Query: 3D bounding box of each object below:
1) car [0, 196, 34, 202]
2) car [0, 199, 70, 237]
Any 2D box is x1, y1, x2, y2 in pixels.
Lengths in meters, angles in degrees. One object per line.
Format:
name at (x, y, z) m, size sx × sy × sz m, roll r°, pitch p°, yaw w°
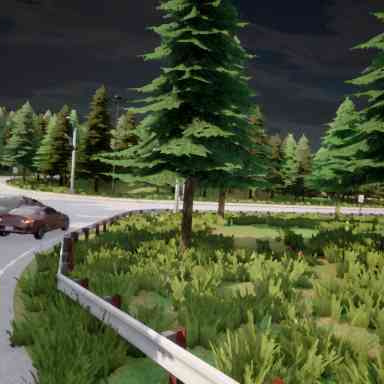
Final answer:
car at (-10.766, 1.040, 20.057) m, size 1.837 × 1.490 × 4.892 m, roll 4°, pitch 2°, yaw 4°
car at (-7.660, 1.337, 16.413) m, size 1.812 × 1.442 × 4.674 m, roll 4°, pitch 1°, yaw 2°
